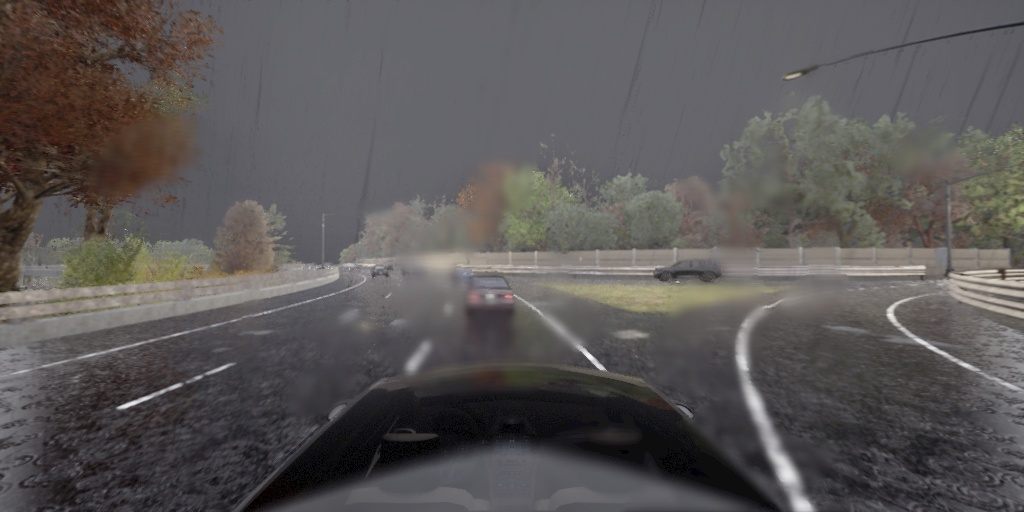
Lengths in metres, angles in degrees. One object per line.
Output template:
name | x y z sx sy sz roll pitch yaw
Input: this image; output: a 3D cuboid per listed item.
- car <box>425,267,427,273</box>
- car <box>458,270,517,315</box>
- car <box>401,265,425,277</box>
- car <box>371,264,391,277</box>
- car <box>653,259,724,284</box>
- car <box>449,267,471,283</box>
car | -15.217 2.108 57.680 2.033 1.411 5.357 0 -1 -30
car | -0.946 1.473 14.471 2.033 1.411 5.357 0 -1 -6
car | -12.659 1.870 44.854 2.128 1.511 4.902 0 -1 -23
car | -17.035 1.936 46.052 1.812 1.442 4.674 0 -1 -25
car | 15.335 1.312 31.332 5.566 2.045 2.150 -1 -1 17
car | -4.731 1.745 33.647 2.033 1.411 5.357 0 -1 -18
